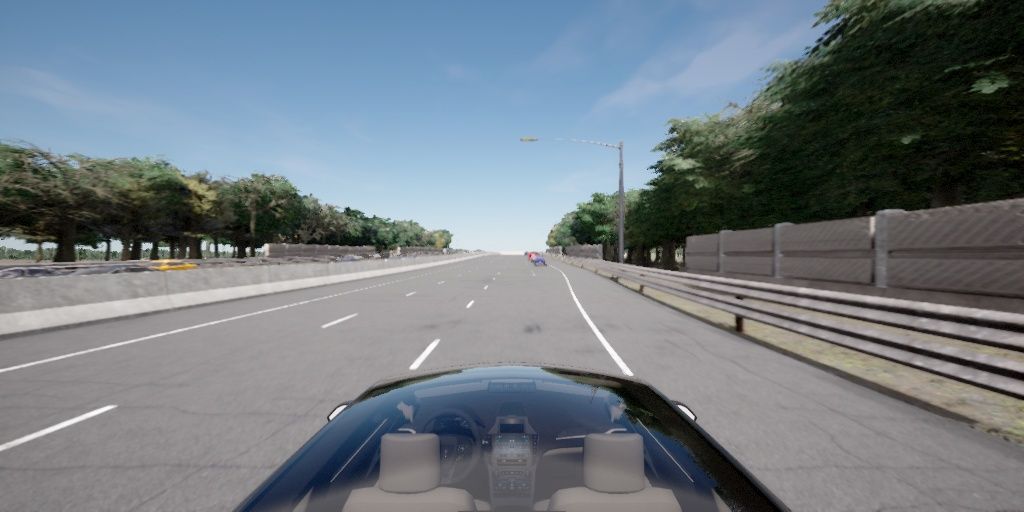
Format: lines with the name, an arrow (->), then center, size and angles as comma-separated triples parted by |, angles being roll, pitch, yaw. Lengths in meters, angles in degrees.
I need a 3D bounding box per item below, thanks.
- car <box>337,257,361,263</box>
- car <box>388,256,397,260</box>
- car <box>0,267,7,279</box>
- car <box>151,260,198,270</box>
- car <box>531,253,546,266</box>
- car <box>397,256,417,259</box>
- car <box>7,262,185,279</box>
car -> -23.816, 0.839, 52.414 | 1.994, 1.385, 4.181 | 0, 1, 2
car -> -20.087, 0.647, 62.129 | 1.812, 1.442, 4.674 | 0, 1, 0
car -> -21.015, 1.164, 14.714 | 2.128, 1.511, 4.902 | 0, 0, 1
car -> -27.074, 1.068, 27.741 | 1.882, 1.535, 5.008 | 0, 0, -2
car -> 4.294, 0.691, 56.045 | 1.812, 1.442, 4.674 | 0, 1, 1
car -> -16.648, 0.777, 59.303 | 2.033, 1.411, 5.357 | 0, 1, 1
car -> -17.510, 1.180, 15.601 | 1.837, 1.490, 4.892 | 0, 0, 1
